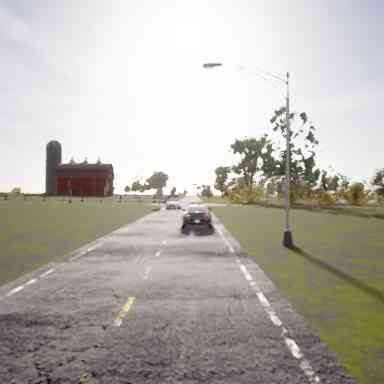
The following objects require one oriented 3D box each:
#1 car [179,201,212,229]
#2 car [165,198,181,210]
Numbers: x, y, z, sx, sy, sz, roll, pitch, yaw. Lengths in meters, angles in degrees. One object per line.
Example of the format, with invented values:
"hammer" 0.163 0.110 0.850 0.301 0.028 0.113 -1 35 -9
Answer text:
"car" 0.322 1.529 21.656 1.812 1.442 4.674 0 0 0
"car" -2.410 1.537 43.593 1.812 1.442 4.674 0 0 1
